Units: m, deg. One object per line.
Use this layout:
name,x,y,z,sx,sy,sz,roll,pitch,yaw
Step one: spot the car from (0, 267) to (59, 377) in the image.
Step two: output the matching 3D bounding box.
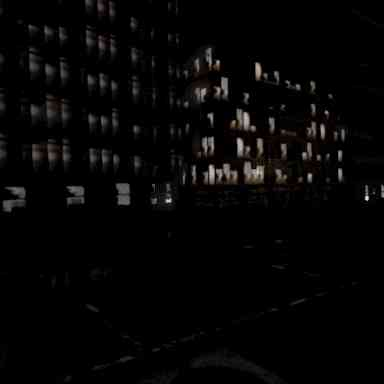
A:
car,-3.880,1.584,3.780,4.403,1.369,2.008,-1,-1,-36
